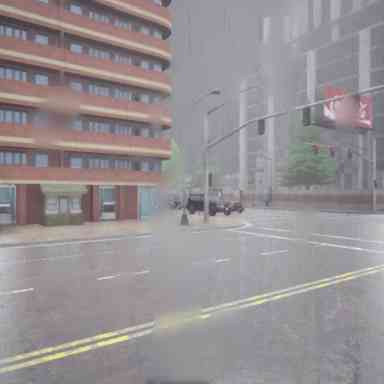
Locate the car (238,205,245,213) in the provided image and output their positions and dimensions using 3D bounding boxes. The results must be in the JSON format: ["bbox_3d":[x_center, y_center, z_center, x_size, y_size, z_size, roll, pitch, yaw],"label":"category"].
[{"bbox_3d":[3.553,1.601,36.174,1.895,1.301,4.718,0,0,-35],"label":"car"}]

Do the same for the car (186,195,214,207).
[{"bbox_3d":[1.160,1.352,52.158,2.097,1.767,4.553,0,0,-35],"label":"car"}]

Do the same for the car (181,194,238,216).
[{"bbox_3d":[1.629,1.222,32.816,2.150,2.045,5.566,0,0,-35],"label":"car"}]

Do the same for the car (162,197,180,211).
[{"bbox_3d":[-3.900,1.352,40.724,2.097,1.767,4.553,0,0,-35],"label":"car"}]
